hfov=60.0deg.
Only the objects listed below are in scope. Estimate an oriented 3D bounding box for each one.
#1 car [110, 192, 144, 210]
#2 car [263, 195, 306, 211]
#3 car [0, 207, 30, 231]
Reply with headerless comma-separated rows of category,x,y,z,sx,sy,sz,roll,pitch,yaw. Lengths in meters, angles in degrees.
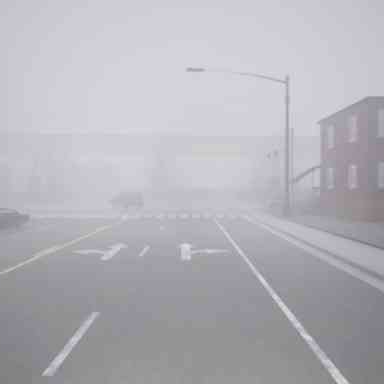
car,-7.892,0.998,40.218,2.150,2.045,5.566,0,0,-38
car,10.231,1.148,36.367,4.553,1.767,2.097,0,0,-5
car,-10.542,1.503,17.453,1.895,1.301,4.718,0,0,1
